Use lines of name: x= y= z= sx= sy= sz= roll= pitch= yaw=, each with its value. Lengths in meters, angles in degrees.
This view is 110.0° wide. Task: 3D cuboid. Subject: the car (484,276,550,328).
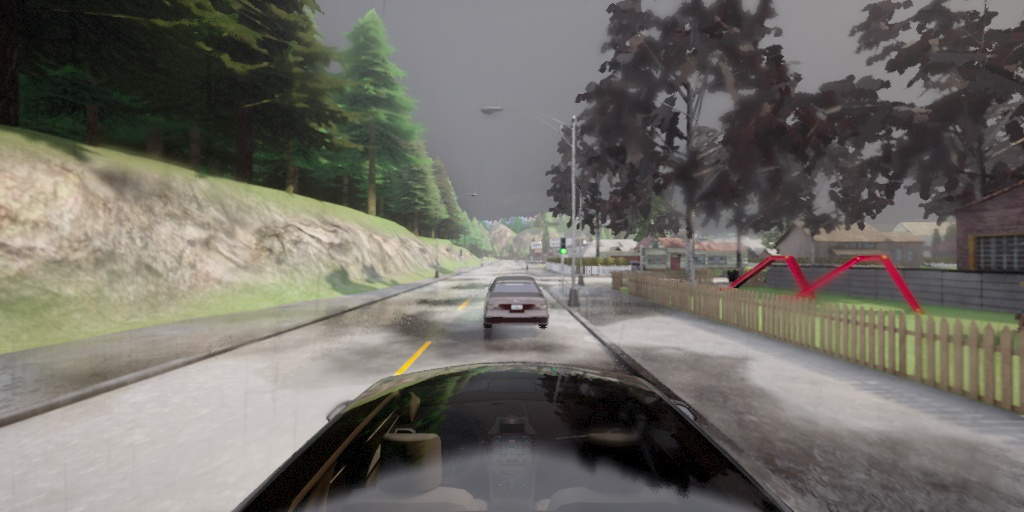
car: x=0.084 y=1.347 z=11.567 sx=2.033 sy=1.411 sz=5.357 roll=0 pitch=0 yaw=-1
